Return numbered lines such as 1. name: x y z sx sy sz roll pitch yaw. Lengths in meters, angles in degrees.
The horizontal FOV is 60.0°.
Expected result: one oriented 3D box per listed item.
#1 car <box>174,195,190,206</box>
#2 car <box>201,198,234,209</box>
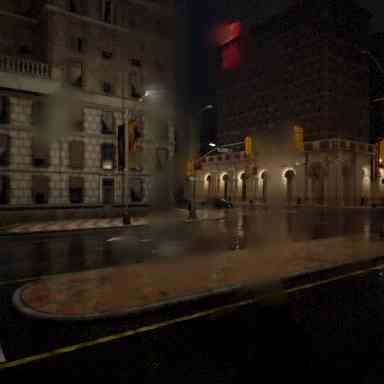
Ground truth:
1. car: -2.114 1.526 54.797 1.812 1.442 4.674 0 0 -35
2. car: 3.454 1.547 46.941 2.033 1.411 5.357 0 0 -36
